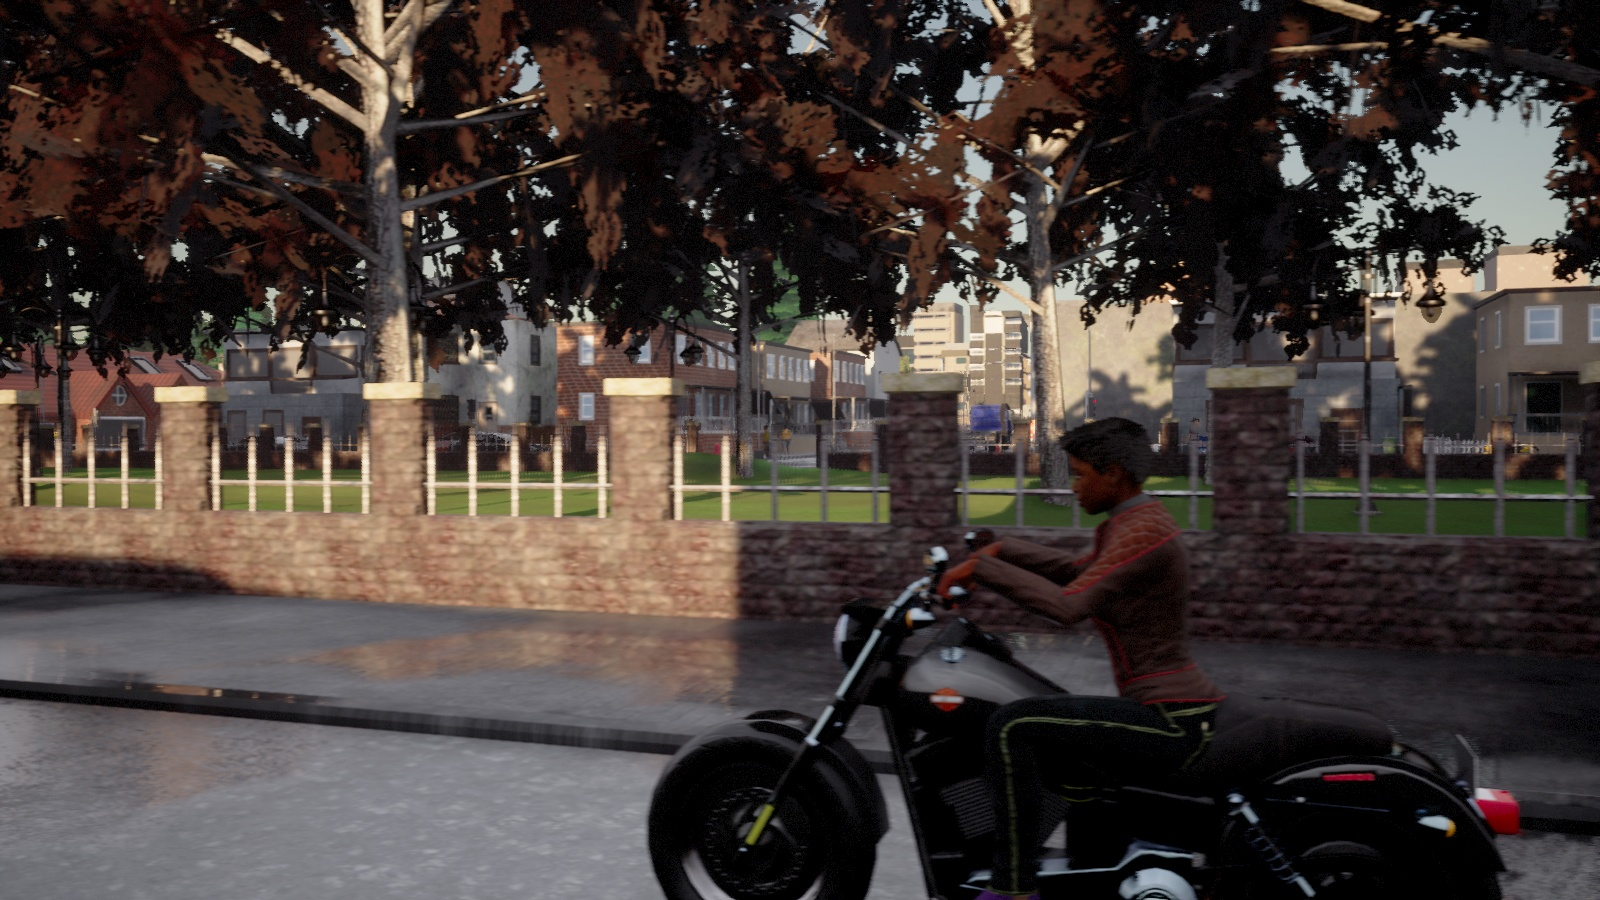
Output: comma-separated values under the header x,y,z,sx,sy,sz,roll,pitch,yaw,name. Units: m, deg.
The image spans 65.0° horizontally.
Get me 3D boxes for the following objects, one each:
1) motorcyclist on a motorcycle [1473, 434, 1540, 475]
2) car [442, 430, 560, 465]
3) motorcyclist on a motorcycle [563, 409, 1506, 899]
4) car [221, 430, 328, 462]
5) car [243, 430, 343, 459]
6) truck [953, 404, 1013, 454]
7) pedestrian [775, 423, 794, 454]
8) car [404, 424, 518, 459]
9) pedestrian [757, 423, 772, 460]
x,y,z,sx,sy,sz,roll,pitch,yaw,name
26.344,0.158,46.837,2.044,1.523,0.797,1,1,19,motorcyclist on a motorcycle
-13.339,-0.117,56.080,4.892,1.490,1.837,0,1,17,car
0.570,0.723,3.528,2.350,1.649,0.766,0,1,19,motorcyclist on a motorcycle
-25.107,-0.203,60.002,4.674,1.442,1.812,1,1,18,car
-26.061,-0.279,64.552,4.674,1.442,1.812,1,1,19,car
13.356,-1.564,91.194,2.891,3.462,7.936,1,1,19,truck
-0.944,-0.682,75.842,0.874,1.855,0.900,1,1,18,pedestrian
-16.551,-0.439,61.302,5.027,1.651,2.152,1,1,19,car
-1.801,-0.435,63.910,0.709,1.840,0.431,0,1,-4,pedestrian
